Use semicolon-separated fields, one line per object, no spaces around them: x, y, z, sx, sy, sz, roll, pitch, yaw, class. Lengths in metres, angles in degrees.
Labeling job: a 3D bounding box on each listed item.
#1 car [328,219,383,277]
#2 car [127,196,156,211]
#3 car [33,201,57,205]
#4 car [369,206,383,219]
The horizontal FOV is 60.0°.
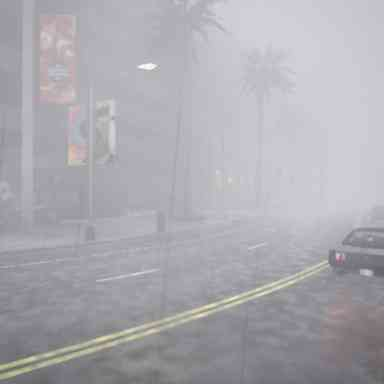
5.713;1.716;9.929;1.895;1.301;4.718;0;-1;39;car
-7.019;1.508;45.163;2.435;2.045;5.566;0;-1;27;car
-23.836;2.007;52.910;1.895;1.301;4.718;0;-1;27;car
16.477;1.875;28.716;2.033;1.411;5.357;0;-1;27;car
